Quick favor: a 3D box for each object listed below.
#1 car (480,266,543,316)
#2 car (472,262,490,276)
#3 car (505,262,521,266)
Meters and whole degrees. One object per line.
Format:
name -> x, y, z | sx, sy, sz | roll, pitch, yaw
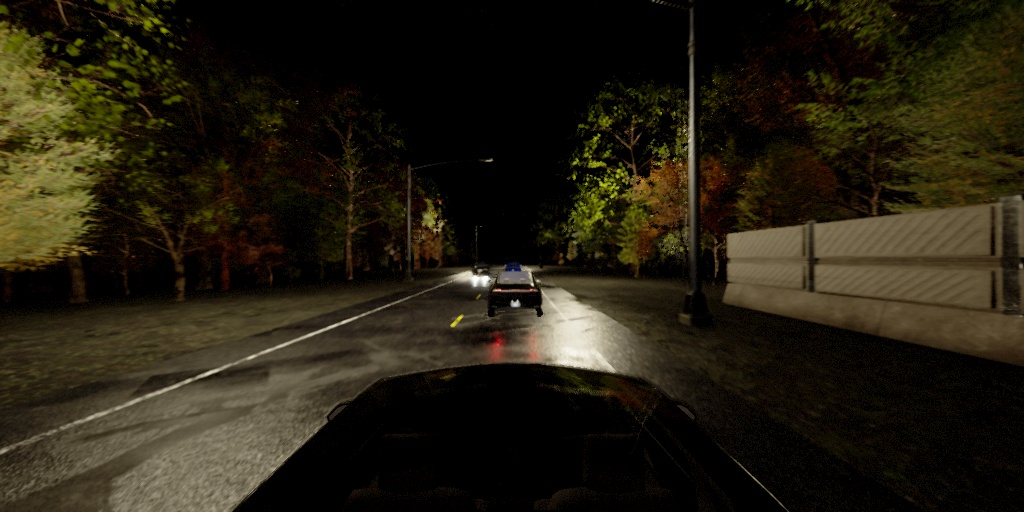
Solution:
car -> 0.113, 1.326, 13.728 | 2.128, 1.511, 4.902 | 0, 0, 0
car -> -3.540, 1.499, 41.979 | 2.128, 1.511, 4.902 | 0, 0, 0
car -> 0.144, 1.497, 44.248 | 1.882, 1.535, 5.008 | 0, 0, 0
